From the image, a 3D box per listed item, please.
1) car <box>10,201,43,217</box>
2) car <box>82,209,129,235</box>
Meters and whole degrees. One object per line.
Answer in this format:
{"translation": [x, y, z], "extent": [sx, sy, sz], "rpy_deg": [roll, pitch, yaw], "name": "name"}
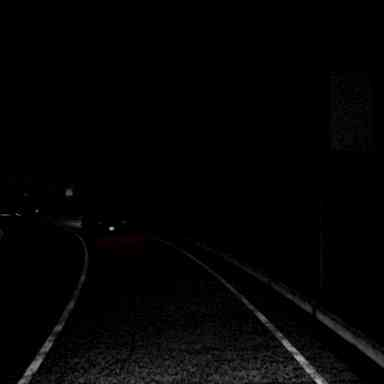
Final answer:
{"translation": [-16.587, 1.669, 33.368], "extent": [4.674, 1.442, 1.812], "rpy_deg": [-1, -1, 42], "name": "car"}
{"translation": [-5.208, 1.645, 19.465], "extent": [1.895, 1.301, 4.718], "rpy_deg": [0, 0, -27], "name": "car"}
